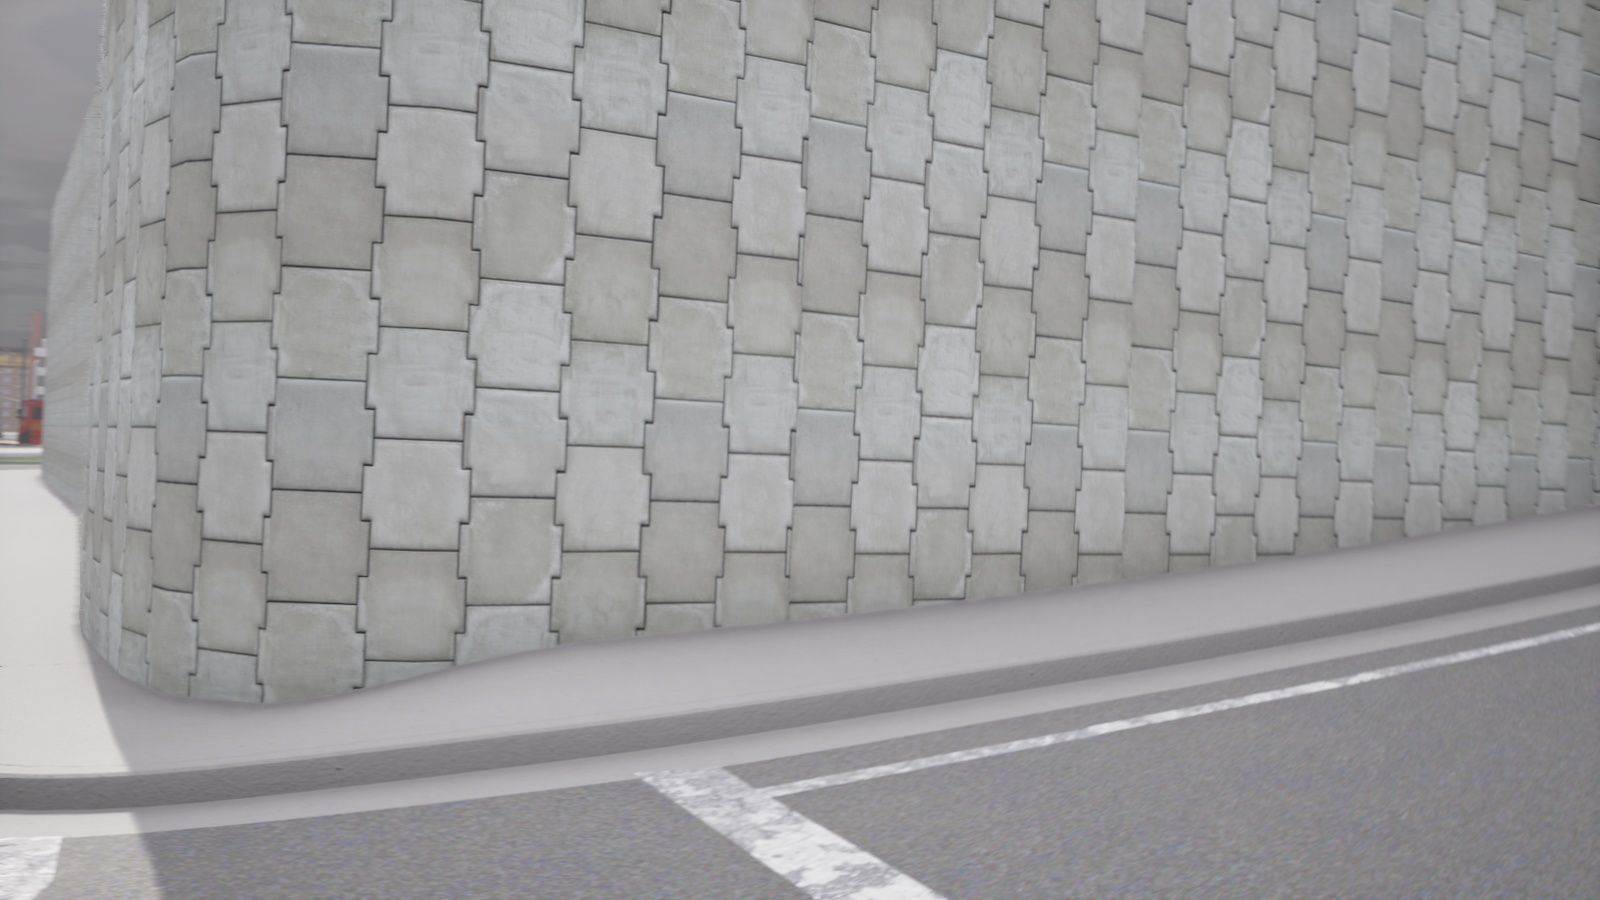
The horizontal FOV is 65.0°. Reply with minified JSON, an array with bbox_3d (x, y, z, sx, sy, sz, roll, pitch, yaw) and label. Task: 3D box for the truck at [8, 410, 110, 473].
[{"bbox_3d":[-47.845,-0.564,80.954,8.468,3.827,2.891,1,-1,40],"label":"truck"}]
